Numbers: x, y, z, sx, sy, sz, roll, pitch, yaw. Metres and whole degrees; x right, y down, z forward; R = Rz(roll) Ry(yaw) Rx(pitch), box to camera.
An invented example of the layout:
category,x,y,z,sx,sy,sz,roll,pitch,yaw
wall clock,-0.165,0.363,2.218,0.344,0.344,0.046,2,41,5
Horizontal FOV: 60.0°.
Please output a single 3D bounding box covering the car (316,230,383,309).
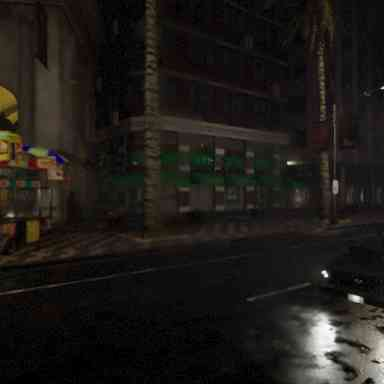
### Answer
category,x,y,z,sx,sy,sz,roll,pitch,yaw
car,5.104,1.515,7.513,5.357,1.411,2.033,0,0,-36
